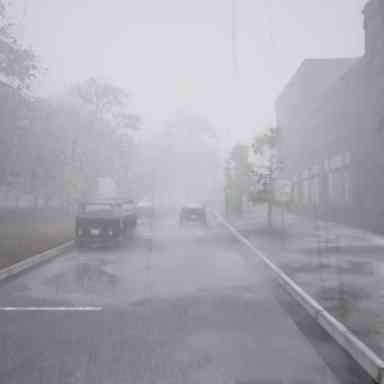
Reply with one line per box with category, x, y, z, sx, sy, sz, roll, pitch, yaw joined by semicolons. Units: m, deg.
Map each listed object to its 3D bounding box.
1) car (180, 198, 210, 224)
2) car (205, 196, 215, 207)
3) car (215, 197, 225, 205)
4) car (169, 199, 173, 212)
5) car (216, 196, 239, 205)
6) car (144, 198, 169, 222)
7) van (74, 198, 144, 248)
car;0.105;1.469;24.599;1.882;1.535;5.008;0;0;0
car;1.248;1.441;42.697;2.033;1.411;5.357;-1;0;10
car;3.409;1.549;59.178;2.231;1.521;4.892;-2;-1;29
car;-3.403;1.334;31.926;2.185;1.767;4.553;-1;1;2
car;6.847;1.617;63.924;2.097;1.535;5.008;-3;-4;36
car;-3.404;1.481;26.217;2.231;1.521;4.892;0;0;2
van;-3.627;1.269;14.964;1.878;1.987;4.442;1;0;2
